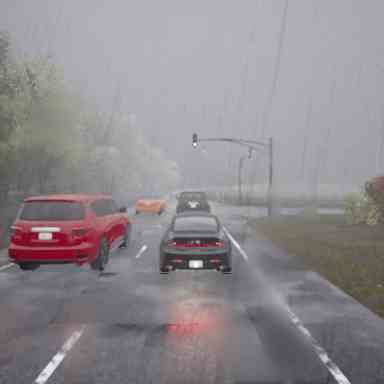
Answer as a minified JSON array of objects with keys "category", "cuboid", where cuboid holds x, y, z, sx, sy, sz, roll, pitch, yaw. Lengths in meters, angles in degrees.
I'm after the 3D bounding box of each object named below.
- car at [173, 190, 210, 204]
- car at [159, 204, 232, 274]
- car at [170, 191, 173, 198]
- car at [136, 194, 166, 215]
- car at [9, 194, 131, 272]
[{"category":"car","cuboid":[0.078,0.883,22.726,2.150,2.045,5.566,0,1,0]},{"category":"car","cuboid":[0.091,1.355,10.038,1.837,1.490,4.892,0,1,0]},{"category":"car","cuboid":[-3.466,0.526,67.708,2.033,1.411,5.357,0,1,0]},{"category":"car","cuboid":[-3.427,0.928,28.323,2.097,1.767,4.553,0,1,0]},{"category":"car","cuboid":[-3.402,1.067,10.397,2.150,2.045,5.566,0,1,0]}]
